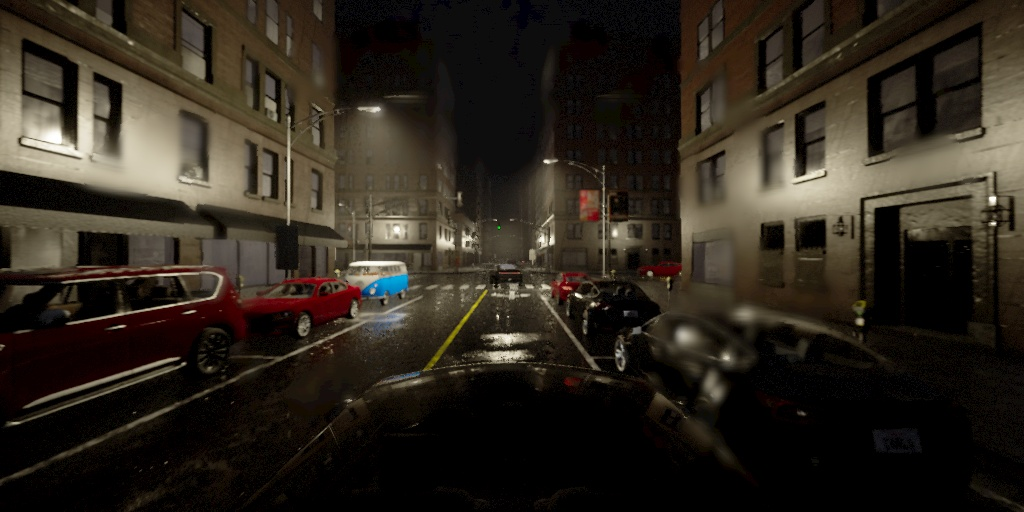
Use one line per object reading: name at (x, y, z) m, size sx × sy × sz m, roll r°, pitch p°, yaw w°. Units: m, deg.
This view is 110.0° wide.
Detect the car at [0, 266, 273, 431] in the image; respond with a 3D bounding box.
car at (-5.856, 1.071, 4.557) m, size 2.192 × 1.841 × 5.009 m, roll 0°, pitch 0°, yaw 0°

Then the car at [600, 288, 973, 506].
car at (2.669, 1.322, 4.560) m, size 1.948 × 1.339 × 4.313 m, roll 0°, pitch 0°, yaw 0°

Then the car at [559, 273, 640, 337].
car at (2.671, 1.335, 10.145) m, size 1.948 × 1.339 × 4.313 m, roll 0°, pitch 0°, yaw 0°

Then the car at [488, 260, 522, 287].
car at (-0.537, 1.282, 25.059) m, size 2.128 × 1.511 × 4.902 m, roll 0°, pitch 0°, yaw -10°

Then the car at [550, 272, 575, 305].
car at (2.672, 1.365, 15.730) m, size 1.802 × 1.307 × 4.207 m, roll 0°, pitch 0°, yaw 0°

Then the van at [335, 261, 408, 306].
van at (-5.853, 1.124, 15.730) m, size 1.690 × 1.789 × 3.998 m, roll 0°, pitch 0°, yaw 0°

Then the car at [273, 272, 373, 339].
car at (-5.855, 1.315, 10.144) m, size 1.888 × 1.381 × 4.507 m, roll 0°, pitch 0°, yaw 0°

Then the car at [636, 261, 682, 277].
car at (14.930, 1.301, 35.591) m, size 5.008 × 1.535 × 1.882 m, roll 0°, pitch 0°, yaw -1°
